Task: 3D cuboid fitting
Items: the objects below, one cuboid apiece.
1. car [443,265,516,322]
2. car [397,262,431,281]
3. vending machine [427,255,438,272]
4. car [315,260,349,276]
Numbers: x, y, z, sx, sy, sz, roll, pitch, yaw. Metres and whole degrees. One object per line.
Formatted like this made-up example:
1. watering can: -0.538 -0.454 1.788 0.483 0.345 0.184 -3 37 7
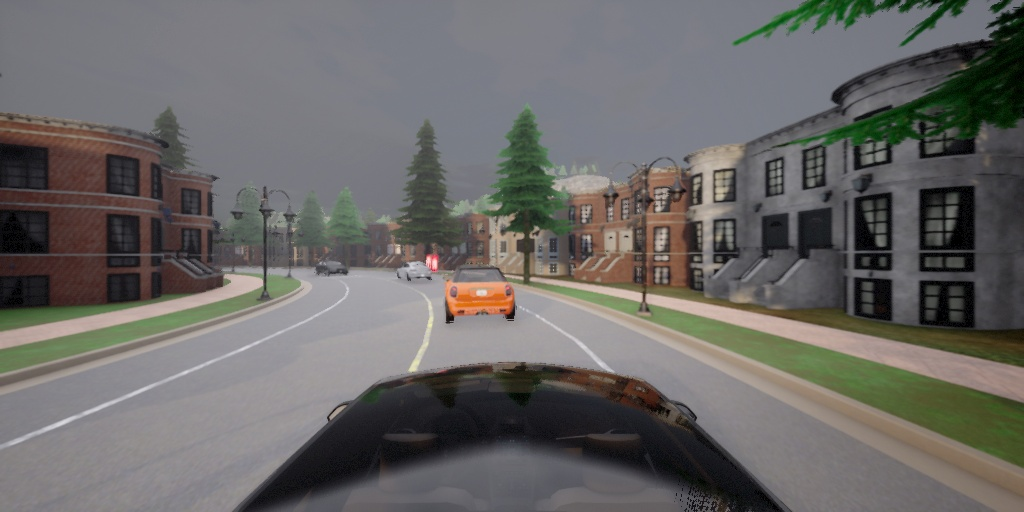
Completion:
1. car: -1.275 1.068 12.362 2.097 1.767 4.553 0 0 -11
2. car: -7.867 1.204 28.740 1.812 1.442 4.674 0 0 -31
3. vending machine: -8.609 0.840 38.928 1.100 2.100 0.880 0 0 -41
4. car: -17.800 1.192 35.312 4.892 1.490 1.837 0 0 44
